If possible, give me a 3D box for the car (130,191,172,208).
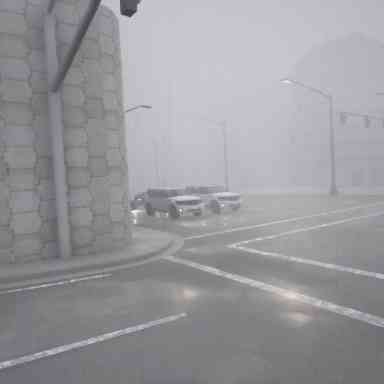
[{"bbox_3d":[-4.221,0.694,33.624,2.128,1.511,4.902,-5,3,-35],"label":"car"}]

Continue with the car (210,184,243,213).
[{"bbox_3d":[1.395,0.427,25.648,2.150,2.045,5.566,-5,3,-35],"label":"car"}]

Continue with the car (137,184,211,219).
[{"bbox_3d":[-1.451,0.662,23.624,2.150,2.045,5.566,-5,3,-35],"label":"car"}]

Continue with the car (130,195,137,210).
[{"bbox_3d":[-6.872,1.002,31.325,1.994,1.385,4.181,-5,3,-35],"label":"car"}]
